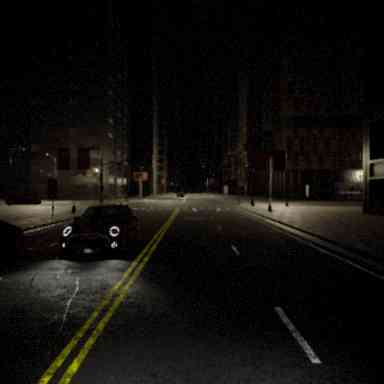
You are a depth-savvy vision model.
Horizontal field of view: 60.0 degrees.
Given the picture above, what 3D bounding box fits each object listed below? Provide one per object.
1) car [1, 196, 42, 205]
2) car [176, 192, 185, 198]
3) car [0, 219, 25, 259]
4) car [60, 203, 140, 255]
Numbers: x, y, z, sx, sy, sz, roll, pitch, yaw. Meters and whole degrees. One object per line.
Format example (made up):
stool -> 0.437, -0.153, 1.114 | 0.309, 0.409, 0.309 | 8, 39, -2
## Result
car -> -22.771, 1.154, 45.182 | 4.507, 1.381, 1.887 | 0, 1, 0
car -> -3.232, 0.896, 89.463 | 1.837, 1.490, 4.892 | 0, 0, 0
car -> -6.598, 1.472, 9.584 | 1.812, 1.442, 4.674 | 0, 0, 0
car -> -3.346, 1.278, 12.902 | 2.097, 1.767, 4.553 | 0, 0, 0
